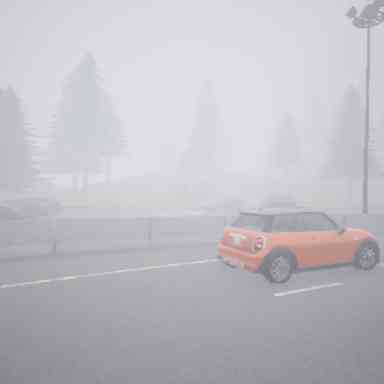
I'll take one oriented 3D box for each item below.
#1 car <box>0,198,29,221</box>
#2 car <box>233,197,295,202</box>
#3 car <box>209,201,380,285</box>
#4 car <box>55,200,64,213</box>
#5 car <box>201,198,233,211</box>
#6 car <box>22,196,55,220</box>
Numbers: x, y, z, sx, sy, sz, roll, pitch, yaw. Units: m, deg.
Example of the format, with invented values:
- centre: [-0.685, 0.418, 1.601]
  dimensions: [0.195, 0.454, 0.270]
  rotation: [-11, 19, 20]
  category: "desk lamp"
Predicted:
- centre: [-11.334, 1.192, 17.316]
  dimensions: [4.674, 1.442, 1.812]
  rotation: [1, 0, -33]
  category: "car"
- centre: [6.240, 1.332, 25.677]
  dimensions: [5.357, 1.411, 2.033]
  rotation: [0, 0, -16]
  category: "car"
- centre: [3.040, 1.250, 9.276]
  dimensions: [4.553, 1.767, 2.097]
  rotation: [0, 1, -26]
  category: "car"
- centre: [-12.316, 1.085, 25.134]
  dimensions: [4.892, 1.490, 1.837]
  rotation: [1, 0, -31]
  category: "car"
- centre: [3.619, 1.259, 32.356]
  dimensions: [5.357, 1.411, 2.033]
  rotation: [0, 1, -17]
  category: "car"
- centre: [-11.649, 1.149, 21.440]
  dimensions: [4.674, 1.442, 1.812]
  rotation: [1, 1, -32]
  category: "car"
